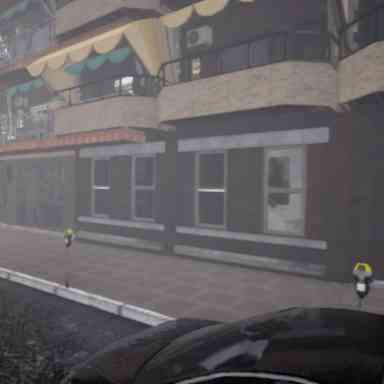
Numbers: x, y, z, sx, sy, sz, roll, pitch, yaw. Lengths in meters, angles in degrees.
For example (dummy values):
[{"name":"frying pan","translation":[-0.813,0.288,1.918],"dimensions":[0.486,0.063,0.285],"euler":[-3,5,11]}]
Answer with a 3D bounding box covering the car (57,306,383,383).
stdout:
[{"name":"car","translation":[0.836,1.562,2.266],"dimensions":[4.313,1.339,1.947],"euler":[1,1,36]}]
